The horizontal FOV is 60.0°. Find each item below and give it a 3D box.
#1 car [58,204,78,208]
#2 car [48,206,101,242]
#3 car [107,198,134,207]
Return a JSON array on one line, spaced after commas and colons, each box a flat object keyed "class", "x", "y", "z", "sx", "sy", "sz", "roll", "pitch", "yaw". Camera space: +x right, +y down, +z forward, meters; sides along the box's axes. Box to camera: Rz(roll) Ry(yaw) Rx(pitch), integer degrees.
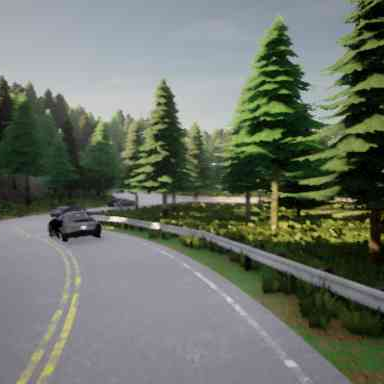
[{"class": "car", "x": -13.145, "y": 2.048, "z": 35.874, "sx": 2.033, "sy": 1.411, "sz": 5.357, "roll": 0, "pitch": 0, "yaw": 6}, {"class": "car", "x": -6.411, "y": 1.738, "z": 17.914, "sx": 1.994, "sy": 1.385, "sz": 4.181, "roll": -4, "pitch": 1, "yaw": -34}, {"class": "car", "x": -10.549, "y": 1.618, "z": 49.549, "sx": 1.994, "sy": 1.385, "sz": 4.181, "roll": 3, "pitch": 4, "yaw": 35}]
